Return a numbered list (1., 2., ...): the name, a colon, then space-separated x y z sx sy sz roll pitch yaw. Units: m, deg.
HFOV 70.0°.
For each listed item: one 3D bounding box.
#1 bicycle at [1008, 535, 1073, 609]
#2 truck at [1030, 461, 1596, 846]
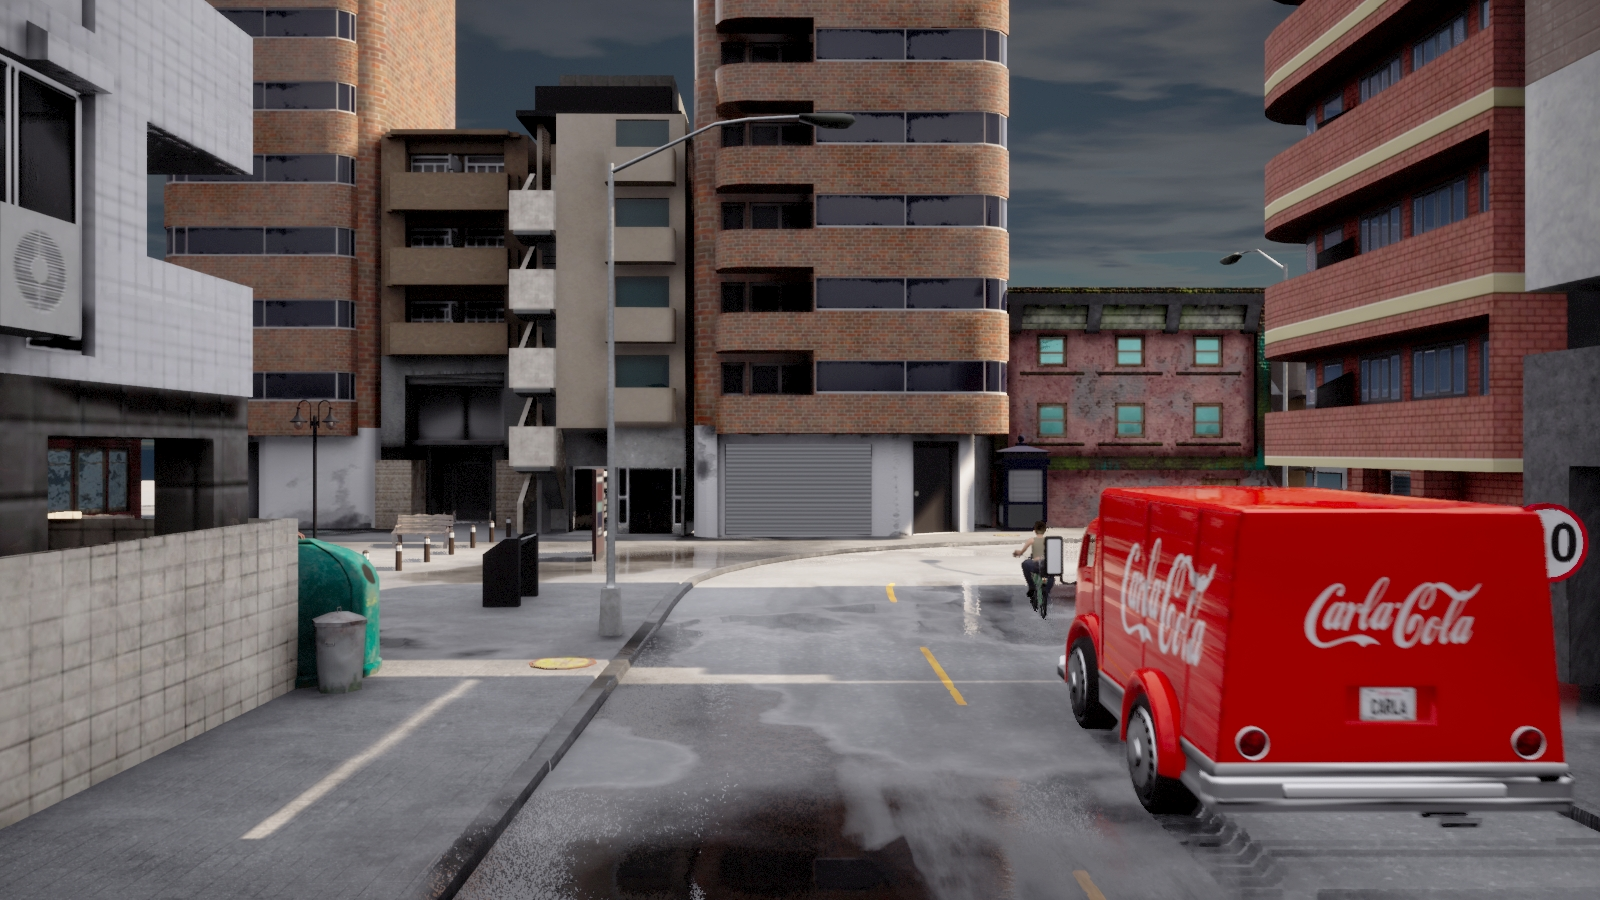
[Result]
1. bicycle: 4.058 2.044 19.379 0.859 1.080 1.487 0 0 3
2. truck: 3.879 1.353 10.068 2.627 2.467 5.204 0 0 0
